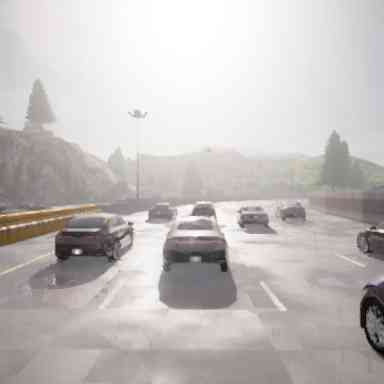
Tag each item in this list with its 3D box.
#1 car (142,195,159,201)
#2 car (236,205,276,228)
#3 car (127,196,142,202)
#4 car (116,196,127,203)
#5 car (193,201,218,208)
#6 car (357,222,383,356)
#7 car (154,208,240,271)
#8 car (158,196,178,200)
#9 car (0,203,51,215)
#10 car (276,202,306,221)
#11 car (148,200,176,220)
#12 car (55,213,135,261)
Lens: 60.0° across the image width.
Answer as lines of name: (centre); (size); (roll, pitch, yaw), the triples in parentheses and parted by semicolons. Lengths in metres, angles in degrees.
car: (-7.503, 1.464, 66.964); (2.097, 1.767, 4.553); (0, 0, 21)
car: (4.067, 1.582, 22.679); (2.033, 1.411, 5.357); (0, 0, 5)
car: (-10.780, 1.703, 68.175); (1.895, 1.301, 4.718); (0, 0, 21)
car: (-13.986, 1.593, 69.604); (1.882, 1.535, 5.008); (0, 0, 21)
car: (1.077, 1.548, 27.626); (1.837, 1.490, 4.892); (0, 0, 6)
car: (3.579, 1.355, 3.218); (2.097, 1.767, 4.553); (0, 0, 0)
car: (0.114, 1.510, 10.918); (2.128, 1.511, 4.902); (0, 0, 0)
car: (-4.096, 1.648, 66.053); (2.033, 1.411, 5.357); (0, 0, 21)
car: (-13.305, 1.595, 26.811); (2.033, 1.411, 5.357); (0, 0, 5)
car: (8.103, 1.532, 27.542); (2.128, 1.511, 4.902); (0, 0, 7)
car: (-2.362, 1.610, 28.205); (1.994, 1.385, 4.181); (0, 0, 6)
car: (-3.369, 1.525, 12.278); (1.837, 1.490, 4.892); (0, 0, 1)
